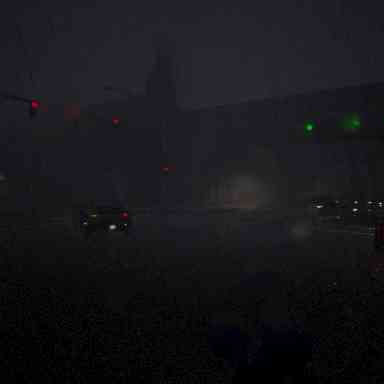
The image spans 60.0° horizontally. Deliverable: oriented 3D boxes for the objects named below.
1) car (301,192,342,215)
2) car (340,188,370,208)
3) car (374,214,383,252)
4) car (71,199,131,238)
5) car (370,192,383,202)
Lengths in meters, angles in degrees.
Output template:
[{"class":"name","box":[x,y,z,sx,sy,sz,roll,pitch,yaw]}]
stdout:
[{"class":"car","box":[10.712,1.012,27.902,1.837,1.490,4.892,2,2,37]},{"class":"car","box":[18.159,0.629,37.667,2.150,2.045,5.566,2,1,38]},{"class":"car","box":[8.023,1.316,12.251,1.882,1.535,5.008,2,2,36]},{"class":"car","box":[-4.136,1.044,14.812,2.128,1.511,4.902,1,1,-27]},{"class":"car","box":[28.791,0.789,51.561,1.812,1.442,4.674,2,2,38]}]
